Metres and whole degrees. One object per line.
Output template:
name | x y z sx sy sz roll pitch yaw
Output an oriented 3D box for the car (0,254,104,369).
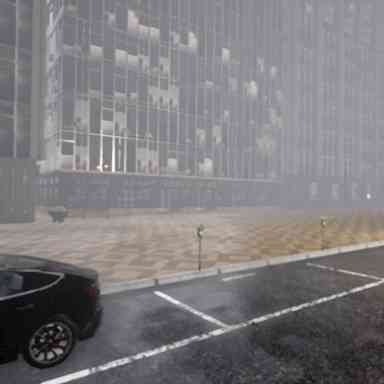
car | -3.297 1.563 4.203 4.313 1.339 1.947 0 0 -35
